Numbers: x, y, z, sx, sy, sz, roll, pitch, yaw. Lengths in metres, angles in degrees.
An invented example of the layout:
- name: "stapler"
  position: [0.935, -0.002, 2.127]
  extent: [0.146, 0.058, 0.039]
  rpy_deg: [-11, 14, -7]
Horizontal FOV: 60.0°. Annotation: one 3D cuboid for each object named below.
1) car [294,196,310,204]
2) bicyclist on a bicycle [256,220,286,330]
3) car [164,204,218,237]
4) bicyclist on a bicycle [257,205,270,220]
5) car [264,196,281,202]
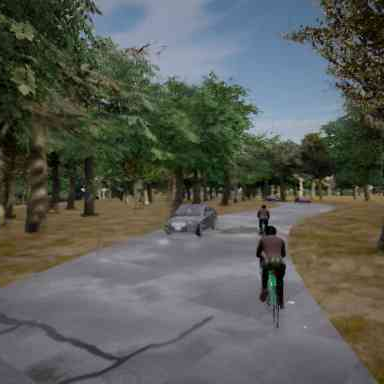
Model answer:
- name: "car"
  position: [19.656, 1.348, 59.529]
  extent: [1.994, 1.385, 4.181]
  rpy_deg: [0, -1, 2]
- name: "bicyclist on a bicycle"
  position: [1.424, 1.442, 5.931]
  extent: [0.582, 1.620, 1.656]
  rpy_deg: [0, 0, 7]
- name: "car"
  position: [0.074, 1.406, 17.785]
  extent: [2.128, 1.511, 4.902]
  rpy_deg: [0, 0, 18]
- name: "bicyclist on a bicycle"
  position: [3.100, 1.390, 14.396]
  extent: [0.582, 1.620, 1.656]
  rpy_deg: [0, 0, 15]
- name: "car"
  position: [17.842, 1.564, 73.869]
  extent: [2.128, 1.511, 4.902]
  rpy_deg: [0, -1, -18]
